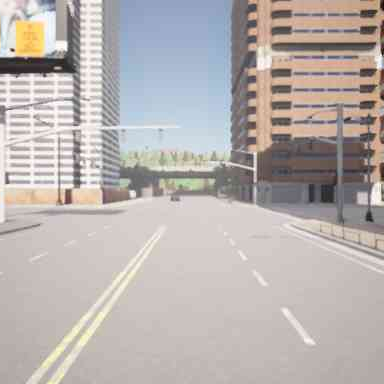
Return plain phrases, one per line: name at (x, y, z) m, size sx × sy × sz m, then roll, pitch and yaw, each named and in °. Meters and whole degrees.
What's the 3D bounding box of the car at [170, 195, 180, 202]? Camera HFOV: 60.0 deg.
car at (-3.508, 1.320, 69.014) m, size 1.994 × 1.385 × 4.181 m, roll 0°, pitch 0°, yaw 0°
